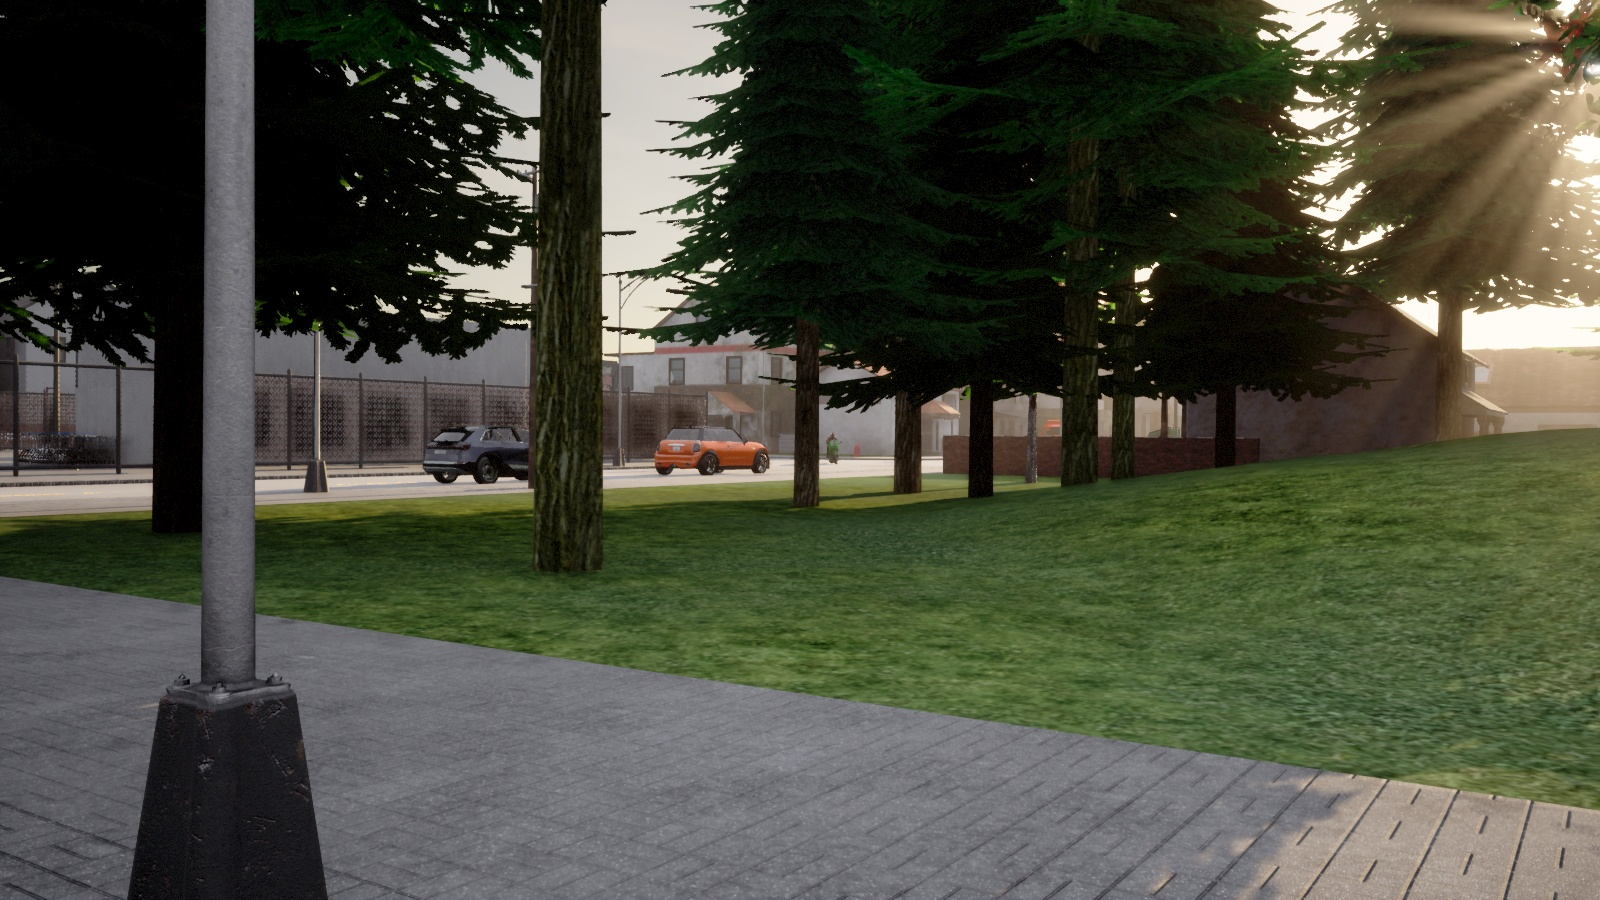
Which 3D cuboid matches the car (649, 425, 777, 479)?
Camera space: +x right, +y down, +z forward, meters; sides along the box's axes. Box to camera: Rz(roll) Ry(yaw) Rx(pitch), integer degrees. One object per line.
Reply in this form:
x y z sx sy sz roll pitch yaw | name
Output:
-2.931 0.024 43.387 2.097 1.767 4.553 0 1 33 | car

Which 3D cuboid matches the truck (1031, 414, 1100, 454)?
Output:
17.161 -1.016 80.939 2.627 2.467 5.204 0 1 33 | truck

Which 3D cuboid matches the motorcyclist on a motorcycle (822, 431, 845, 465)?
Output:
1.586 -0.110 59.272 0.797 1.523 2.044 -3 1 -4 | motorcyclist on a motorcycle

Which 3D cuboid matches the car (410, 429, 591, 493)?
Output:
-8.315 0.255 35.293 2.033 1.649 4.856 0 1 34 | car
